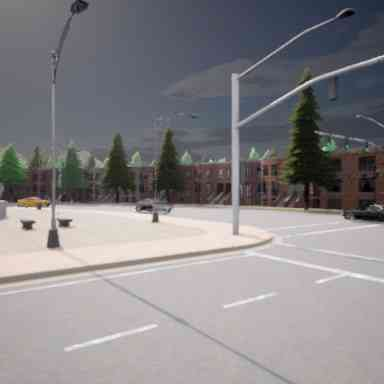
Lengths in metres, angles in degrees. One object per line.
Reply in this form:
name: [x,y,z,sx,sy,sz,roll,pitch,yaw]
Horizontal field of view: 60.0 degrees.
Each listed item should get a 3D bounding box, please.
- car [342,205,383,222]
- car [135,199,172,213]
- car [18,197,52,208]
car: [13.158,1.554,23.582,1.895,1.301,4.718,0,0,-27]
car: [-4.066,1.458,34.834,2.128,1.511,4.902,0,0,-42]
car: [-22.208,1.459,47.112,5.008,1.535,1.882,0,0,18]
